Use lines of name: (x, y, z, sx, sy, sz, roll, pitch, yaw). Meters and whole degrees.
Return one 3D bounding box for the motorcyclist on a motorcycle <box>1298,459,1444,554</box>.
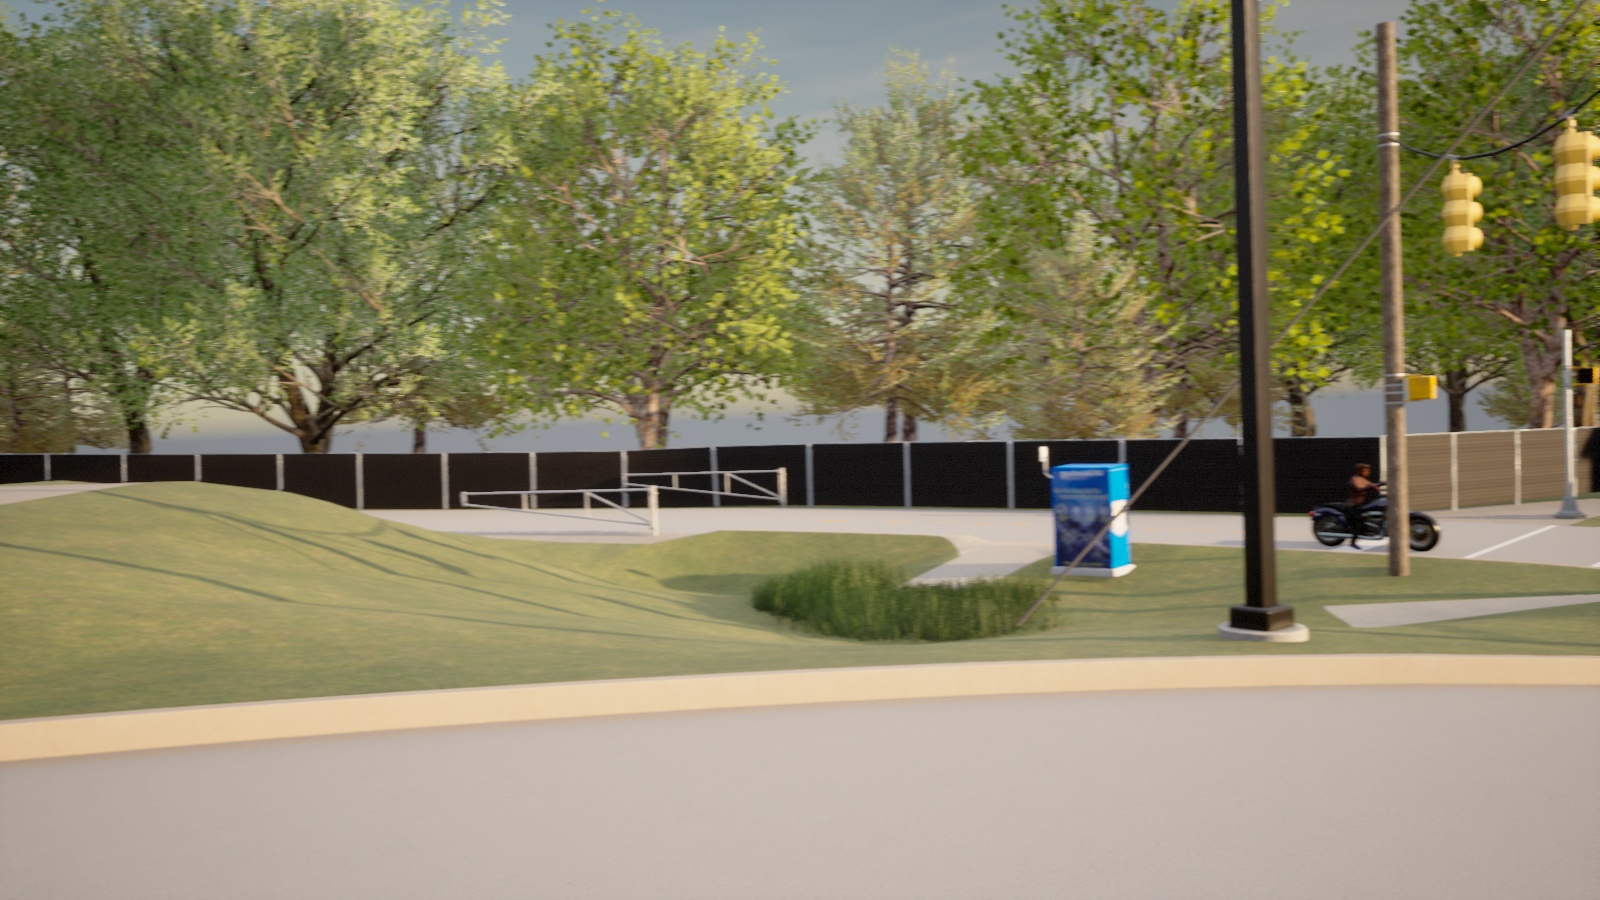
motorcyclist on a motorcycle: (10.677, 1.023, 23.560, 2.350, 1.649, 0.766, 0, 3, 43)
